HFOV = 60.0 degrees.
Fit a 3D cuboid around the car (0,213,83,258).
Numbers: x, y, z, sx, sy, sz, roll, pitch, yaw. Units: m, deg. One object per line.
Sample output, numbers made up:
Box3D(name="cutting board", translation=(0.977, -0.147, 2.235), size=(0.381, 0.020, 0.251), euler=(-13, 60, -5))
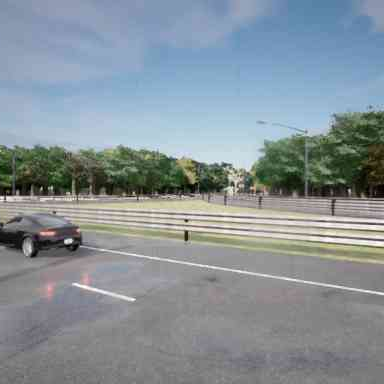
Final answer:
Box3D(name="car", translation=(-6.077, 1.522, 12.744), size=(4.674, 1.442, 1.812), euler=(0, 0, 36))
